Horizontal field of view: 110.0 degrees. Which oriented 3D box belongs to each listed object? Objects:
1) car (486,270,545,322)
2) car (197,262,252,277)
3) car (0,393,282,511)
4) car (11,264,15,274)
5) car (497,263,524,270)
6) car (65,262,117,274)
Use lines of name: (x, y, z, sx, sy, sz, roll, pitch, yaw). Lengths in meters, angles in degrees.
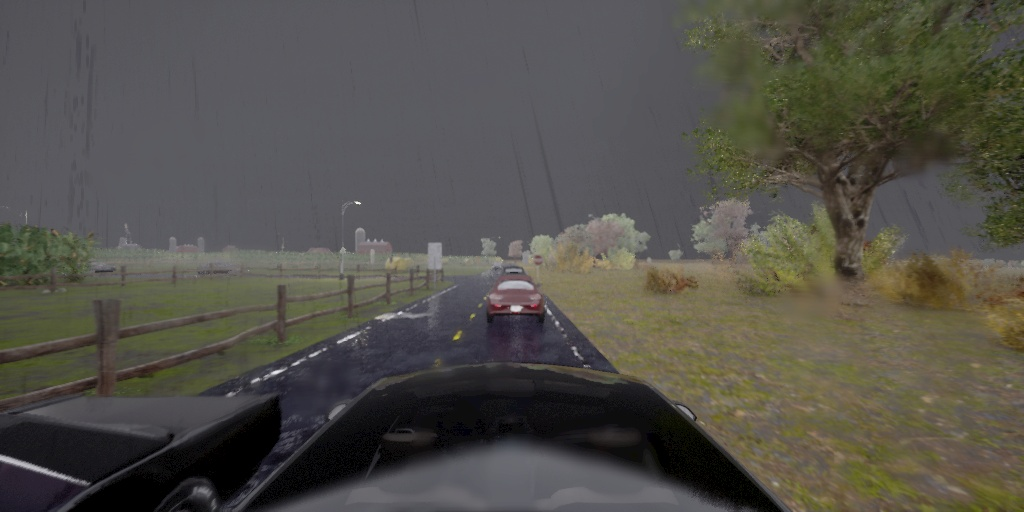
car: (0.107, 1.372, 12.617, 1.812, 1.442, 4.674, 0, -1, 0)
car: (-29.369, 1.390, 36.774, 4.902, 1.511, 2.128, 0, 0, 0)
car: (-2.852, 1.343, 0.746, 1.895, 1.301, 4.718, 0, 0, 0)
car: (-51.114, 1.234, 36.661, 4.902, 1.511, 2.128, 0, 0, 0)
car: (0.090, 1.457, 24.147, 1.837, 1.490, 4.892, 0, -1, -1)
car: (-46.450, 1.337, 39.509, 4.181, 1.385, 1.994, 0, 0, 0)
